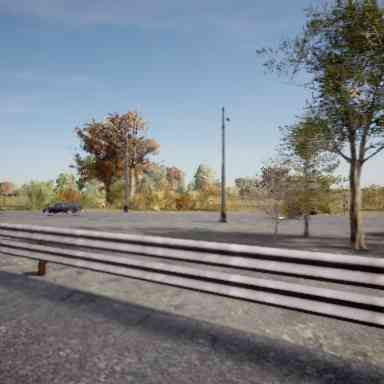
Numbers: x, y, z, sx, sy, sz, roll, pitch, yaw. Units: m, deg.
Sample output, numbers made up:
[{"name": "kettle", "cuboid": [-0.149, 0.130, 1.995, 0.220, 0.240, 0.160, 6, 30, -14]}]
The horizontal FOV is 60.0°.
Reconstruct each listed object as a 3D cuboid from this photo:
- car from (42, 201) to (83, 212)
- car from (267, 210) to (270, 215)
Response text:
[{"name": "car", "cuboid": [-15.000, 1.881, 38.699, 4.892, 1.490, 1.837, 0, 0, 10]}, {"name": "car", "cuboid": [10.227, 1.885, 34.486, 5.008, 1.535, 1.882, 0, 0, 9]}]
